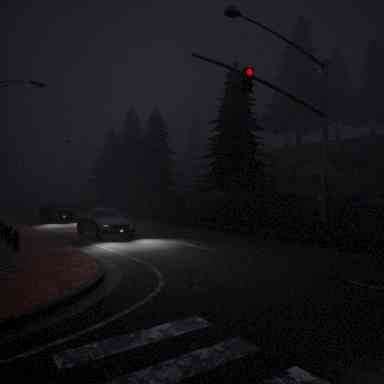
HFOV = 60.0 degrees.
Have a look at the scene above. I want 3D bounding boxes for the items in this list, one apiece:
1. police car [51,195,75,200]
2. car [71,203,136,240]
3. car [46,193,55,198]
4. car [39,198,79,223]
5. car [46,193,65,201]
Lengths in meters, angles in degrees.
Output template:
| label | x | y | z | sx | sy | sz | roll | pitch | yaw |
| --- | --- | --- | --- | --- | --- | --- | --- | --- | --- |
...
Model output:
| label | x | y | z | sx | sy | sz | roll | pitch | yaw |
| --- | --- | --- | --- | --- | --- | --- | --- | --- | --- |
| police car | -13.845 | 1.435 | 36.792 | 1.930 | 1.638 | 5.238 | 0 | 0 | -35 |
| car | -4.634 | 1.537 | 17.436 | 1.812 | 1.442 | 4.674 | 0 | 0 | -35 |
| car | -29.630 | 1.151 | 74.683 | 4.605 | 1.855 | 1.932 | 0 | 0 | -36 |
| car | -10.558 | 1.516 | 25.866 | 1.837 | 1.490 | 4.892 | 0 | 0 | -35 |
| car | -31.411 | 1.153 | 76.499 | 3.866 | 1.878 | 1.905 | 0 | 0 | -36 |
